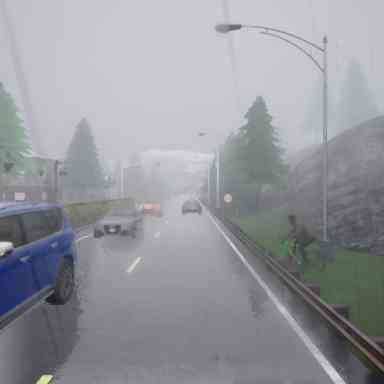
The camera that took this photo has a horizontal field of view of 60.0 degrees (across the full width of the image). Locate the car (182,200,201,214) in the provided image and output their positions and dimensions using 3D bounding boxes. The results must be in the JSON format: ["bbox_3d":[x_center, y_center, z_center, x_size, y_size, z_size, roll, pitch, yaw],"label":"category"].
[{"bbox_3d":[-0.022,1.563,35.846,1.994,1.385,4.181,0,0,0],"label":"car"}]

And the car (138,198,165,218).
[{"bbox_3d":[-3.670,1.352,29.954,2.097,1.767,4.553,0,0,0],"label":"car"}]

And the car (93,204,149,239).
[{"bbox_3d":[-3.653,1.563,17.228,1.994,1.385,4.181,0,0,0],"label":"car"}]

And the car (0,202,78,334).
[{"bbox_3d":[-3.611,1.221,5.223,2.150,2.045,5.566,0,0,0],"label":"car"}]

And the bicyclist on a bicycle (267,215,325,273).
[{"bbox_3d":[2.901,1.476,9.203,1.656,1.620,0.582,3,-2,-1],"label":"bicyclist on a bicycle"}]
